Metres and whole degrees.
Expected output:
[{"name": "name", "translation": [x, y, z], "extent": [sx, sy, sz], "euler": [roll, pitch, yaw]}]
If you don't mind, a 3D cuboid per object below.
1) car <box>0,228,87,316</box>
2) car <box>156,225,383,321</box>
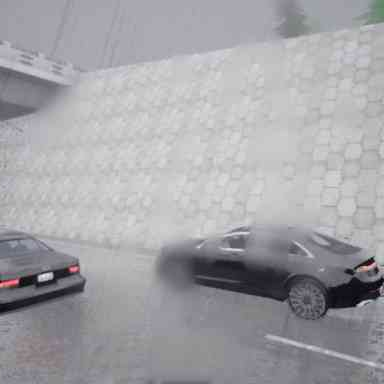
[{"name": "car", "translation": [-4.605, 1.531, 7.277], "extent": [5.357, 1.411, 2.033], "euler": [0, 0, 36]}, {"name": "car", "translation": [1.378, 1.487, 7.297], "extent": [4.902, 1.511, 2.128], "euler": [0, 0, 36]}]
